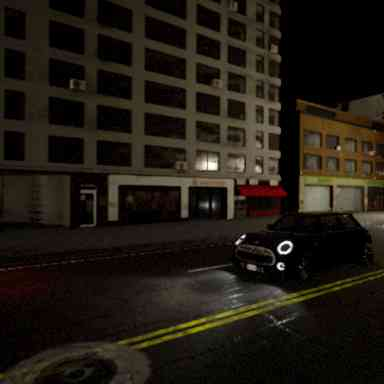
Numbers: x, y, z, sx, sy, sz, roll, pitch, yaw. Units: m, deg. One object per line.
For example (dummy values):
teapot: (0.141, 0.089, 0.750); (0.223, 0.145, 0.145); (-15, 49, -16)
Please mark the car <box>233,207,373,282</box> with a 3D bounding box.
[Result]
car: (3.391, 1.380, 9.977); (4.553, 1.767, 2.097); (0, 0, -35)
